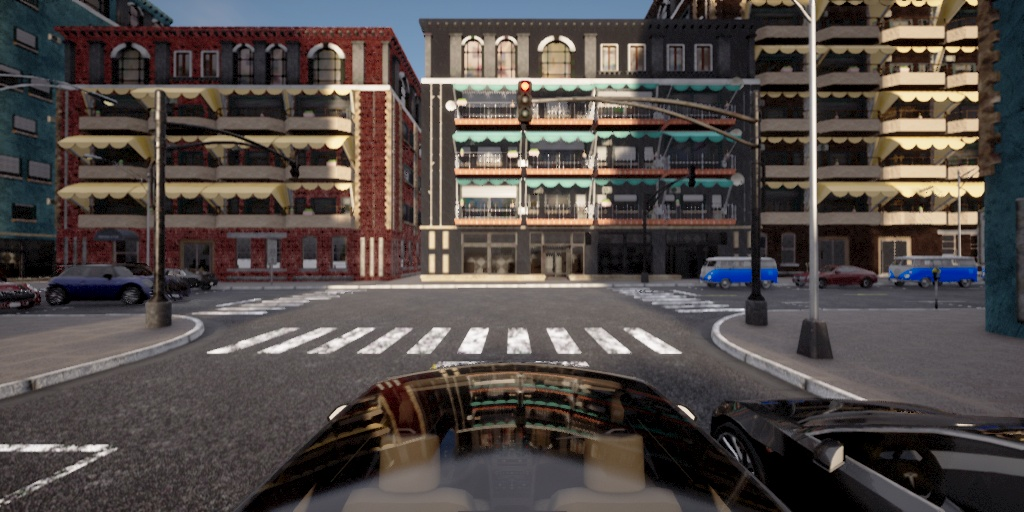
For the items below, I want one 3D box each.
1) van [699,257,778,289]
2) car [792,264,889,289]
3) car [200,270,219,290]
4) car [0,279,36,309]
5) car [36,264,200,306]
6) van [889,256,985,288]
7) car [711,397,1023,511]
[{"bbox_3d":[13.118,0.965,20.857,3.998,1.789,1.690,0,0,0],"label":"van"},{"bbox_3d":[18.758,1.171,20.878,4.207,1.307,1.802,0,0,0],"label":"car"},{"bbox_3d":[-19.667,1.384,20.863,4.403,1.370,2.007,0,0,0],"label":"car"},{"bbox_3d":[-19.636,1.218,12.724,4.097,1.591,1.967,0,0,0],"label":"car"},{"bbox_3d":[-16.736,1.126,15.436,4.553,1.767,2.097,0,0,0],"label":"car"},{"bbox_3d":[24.399,0.896,20.899,3.998,1.789,1.690,0,0,0],"label":"van"},{"bbox_3d":[2.566,1.317,1.303,1.948,1.339,4.313,0,0,0],"label":"car"}]
